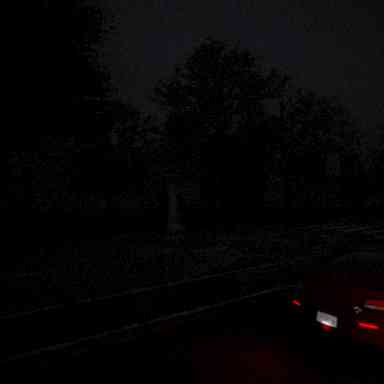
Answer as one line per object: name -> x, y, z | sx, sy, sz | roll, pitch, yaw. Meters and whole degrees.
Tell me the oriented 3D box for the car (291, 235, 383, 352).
car -> 3.656, 1.481, 5.743 | 4.674, 1.442, 1.812 | -1, 1, -36
